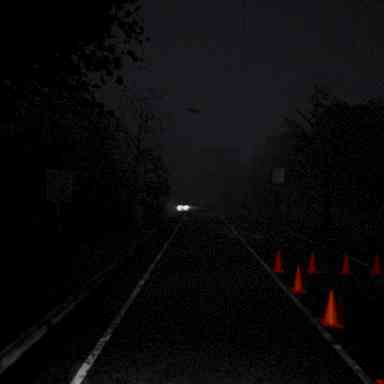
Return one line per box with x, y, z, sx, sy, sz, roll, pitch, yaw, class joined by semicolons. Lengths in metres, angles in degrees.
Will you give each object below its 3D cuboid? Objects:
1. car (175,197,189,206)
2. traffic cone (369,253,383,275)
-1.844;1.644;59.006;2.128;1.511;4.902;0;0;-11;car
5.548;2.140;9.966;0.340;0.580;0.340;2;0;6;traffic cone
